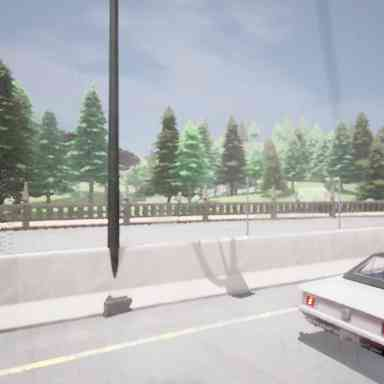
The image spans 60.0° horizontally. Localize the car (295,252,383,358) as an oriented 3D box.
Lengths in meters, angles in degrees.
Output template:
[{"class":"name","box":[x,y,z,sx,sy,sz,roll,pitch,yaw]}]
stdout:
[{"class":"car","box":[4.051,1.628,5.299,4.718,1.301,1.895,0,0,-26]}]
